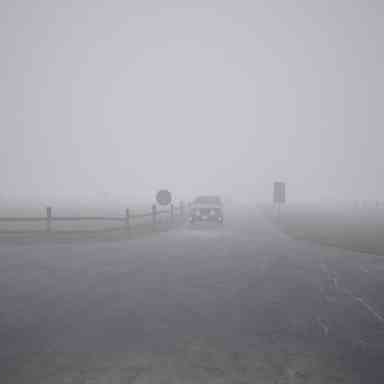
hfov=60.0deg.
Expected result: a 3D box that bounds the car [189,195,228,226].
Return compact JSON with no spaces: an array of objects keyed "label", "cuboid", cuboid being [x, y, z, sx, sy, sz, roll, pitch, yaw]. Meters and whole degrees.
[{"label":"car","cuboid":[1.161,1.220,23.386,2.150,2.045,5.566,0,0,8]}]

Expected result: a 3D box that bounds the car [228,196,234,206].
[{"label":"car","cuboid":[5.484,1.390,52.743,1.812,1.442,4.674,0,0,8]}]
